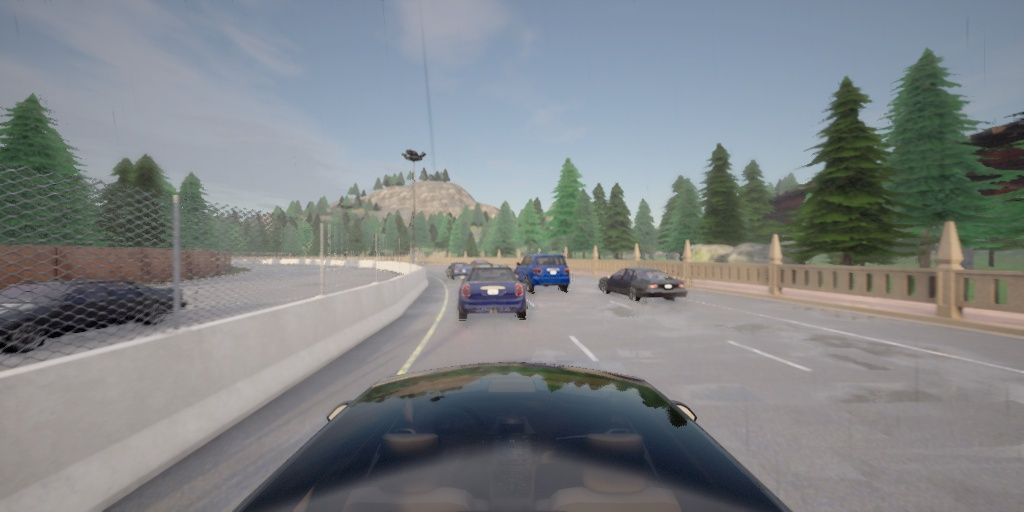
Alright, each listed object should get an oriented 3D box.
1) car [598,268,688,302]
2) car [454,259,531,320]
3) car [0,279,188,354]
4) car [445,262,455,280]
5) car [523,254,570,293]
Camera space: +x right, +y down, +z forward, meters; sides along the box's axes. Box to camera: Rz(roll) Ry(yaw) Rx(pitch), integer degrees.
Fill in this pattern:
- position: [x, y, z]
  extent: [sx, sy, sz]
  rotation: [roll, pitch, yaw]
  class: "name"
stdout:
- position: [5.812, 1.248, 16.679]
  extent: [2.033, 1.411, 5.357]
  rotation: [0, 0, -9]
  class: "car"
- position: [-0.789, 1.077, 12.699]
  extent: [2.097, 1.767, 4.553]
  rotation: [0, 0, -6]
  class: "car"
- position: [-11.027, 1.309, 8.958]
  extent: [2.033, 1.411, 5.357]
  rotation: [0, 0, -5]
  class: "car"
- position: [-4.539, 1.241, 30.823]
  extent: [2.033, 1.411, 5.357]
  rotation: [0, 0, -17]
  class: "car"
- position: [1.578, 0.923, 20.609]
  extent: [2.150, 2.045, 5.566]
  rotation: [0, 0, -11]
  class: "car"
